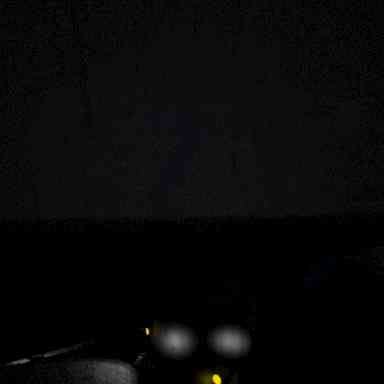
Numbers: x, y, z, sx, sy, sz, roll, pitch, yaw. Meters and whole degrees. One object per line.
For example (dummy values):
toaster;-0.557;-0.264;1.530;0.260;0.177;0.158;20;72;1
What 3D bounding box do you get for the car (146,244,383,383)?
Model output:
car;1.417;1.561;5.072;4.181;1.385;1.994;0;0;-36
